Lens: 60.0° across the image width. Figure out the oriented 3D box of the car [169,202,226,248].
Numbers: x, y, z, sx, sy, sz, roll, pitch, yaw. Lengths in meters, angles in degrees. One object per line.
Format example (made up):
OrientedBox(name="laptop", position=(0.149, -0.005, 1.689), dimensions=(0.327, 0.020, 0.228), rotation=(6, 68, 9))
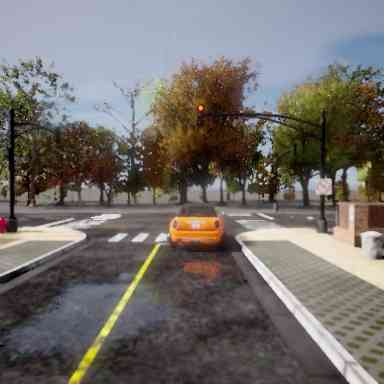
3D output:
OrientedBox(name="car", position=(0.361, 1.263, 14.459), dimensions=(2.097, 1.767, 4.553), rotation=(0, 0, 6))
